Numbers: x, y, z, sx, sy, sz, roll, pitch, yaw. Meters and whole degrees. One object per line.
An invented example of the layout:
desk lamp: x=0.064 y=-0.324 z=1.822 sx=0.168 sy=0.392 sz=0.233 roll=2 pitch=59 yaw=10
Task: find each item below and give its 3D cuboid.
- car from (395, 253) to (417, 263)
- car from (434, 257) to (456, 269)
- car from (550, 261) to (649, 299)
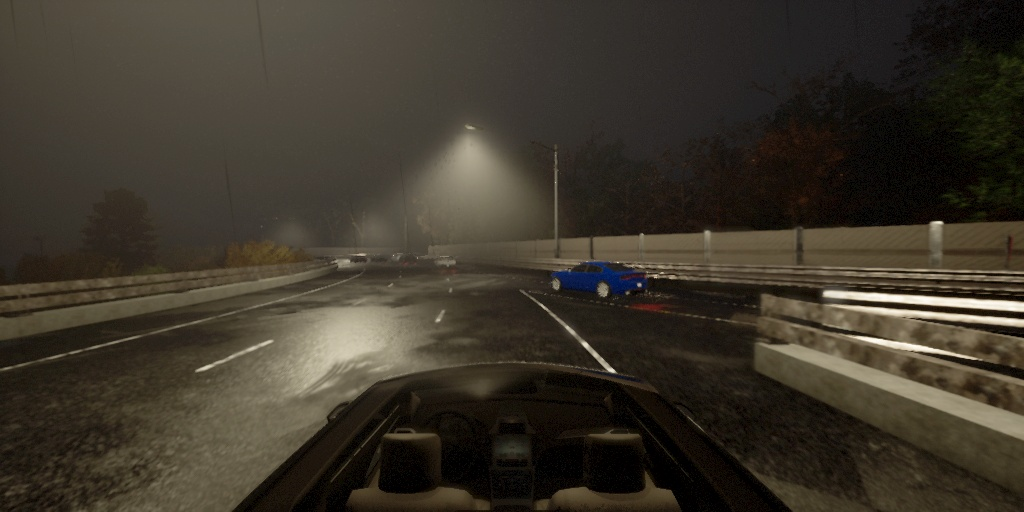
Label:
car: x=-18.233 y=0.315 z=62.445 sx=2.097 sy=1.767 sz=4.553 roll=-1 pitch=1 yaw=-33
car: x=-8.034 y=0.794 z=42.553 sx=1.895 sy=1.301 sz=4.718 roll=-1 pitch=1 yaw=-21
car: x=3.801 y=0.990 z=16.514 sx=1.882 sy=1.535 sz=5.008 roll=-1 pitch=1 yaw=-33
